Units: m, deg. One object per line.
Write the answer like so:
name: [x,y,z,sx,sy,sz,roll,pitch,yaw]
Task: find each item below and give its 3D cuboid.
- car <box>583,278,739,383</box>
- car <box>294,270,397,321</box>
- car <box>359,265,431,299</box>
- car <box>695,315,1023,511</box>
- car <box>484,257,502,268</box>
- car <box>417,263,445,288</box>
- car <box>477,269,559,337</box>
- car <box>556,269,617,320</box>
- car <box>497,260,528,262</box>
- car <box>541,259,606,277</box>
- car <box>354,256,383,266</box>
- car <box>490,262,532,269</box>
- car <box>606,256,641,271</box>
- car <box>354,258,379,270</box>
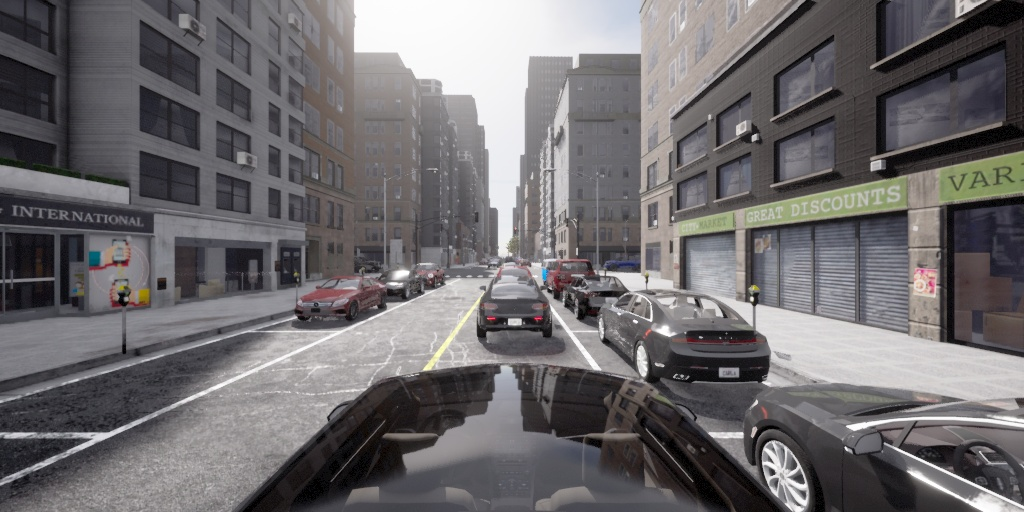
car: [2.862,1.300,6.906,2.007,1.370,4.403,0,0,0]
car: [-5.661,1.332,12.427,1.802,1.307,4.207,0,0,0]
car: [-5.657,1.316,17.952,1.948,1.339,4.313,0,0,0]
car: [2.859,1.300,1.383,2.007,1.370,4.403,0,0,0]
car: [-3.201,1.318,62.001,2.033,1.411,5.357,0,0,-1]
car: [-5.654,1.190,23.477,1.967,1.591,4.097,0,0,0]
car: [0.043,1.276,10.144,1.812,1.442,4.674,0,0,0]
car: [2.865,1.316,12.430,1.948,1.339,4.313,0,0,0]
car: [0.079,1.255,27.662,1.837,1.490,4.892,0,0,2]
car: [2.869,1.065,17.954,2.192,1.841,5.009,0,0,0]
car: [-18.594,0.990,43.409,5.566,2.045,2.150,0,0,0]
car: [0.108,1.228,17.490,1.882,1.535,5.008,0,0,0]
car: [14.858,0.960,47.004,5.566,2.045,2.150,0,0,2]
car: [-17.962,1.269,40.163,4.892,1.490,1.837,0,0,0]
